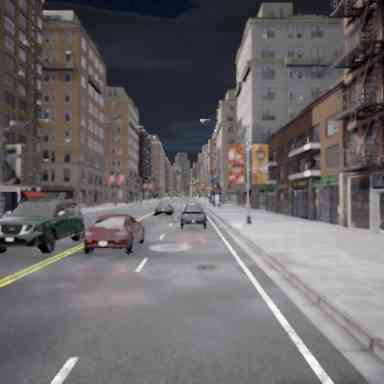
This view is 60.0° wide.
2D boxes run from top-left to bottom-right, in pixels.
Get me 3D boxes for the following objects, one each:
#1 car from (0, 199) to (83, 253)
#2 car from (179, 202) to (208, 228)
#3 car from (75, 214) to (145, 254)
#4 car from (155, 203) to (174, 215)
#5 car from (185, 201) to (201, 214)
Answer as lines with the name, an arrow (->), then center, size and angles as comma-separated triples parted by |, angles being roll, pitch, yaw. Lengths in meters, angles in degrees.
car -> -6.495, 1.364, 14.622 | 2.150, 2.045, 5.566 | 0, -1, 0
car -> 0.107, 1.725, 24.088 | 2.128, 1.511, 4.902 | 0, 0, 0
car -> -3.146, 1.663, 14.062 | 1.812, 1.442, 4.674 | 0, 0, 0
car -> -3.141, 1.935, 38.344 | 1.994, 1.385, 4.181 | 0, -1, 0
car -> 0.112, 1.933, 42.133 | 1.812, 1.442, 4.674 | 0, 0, 0
